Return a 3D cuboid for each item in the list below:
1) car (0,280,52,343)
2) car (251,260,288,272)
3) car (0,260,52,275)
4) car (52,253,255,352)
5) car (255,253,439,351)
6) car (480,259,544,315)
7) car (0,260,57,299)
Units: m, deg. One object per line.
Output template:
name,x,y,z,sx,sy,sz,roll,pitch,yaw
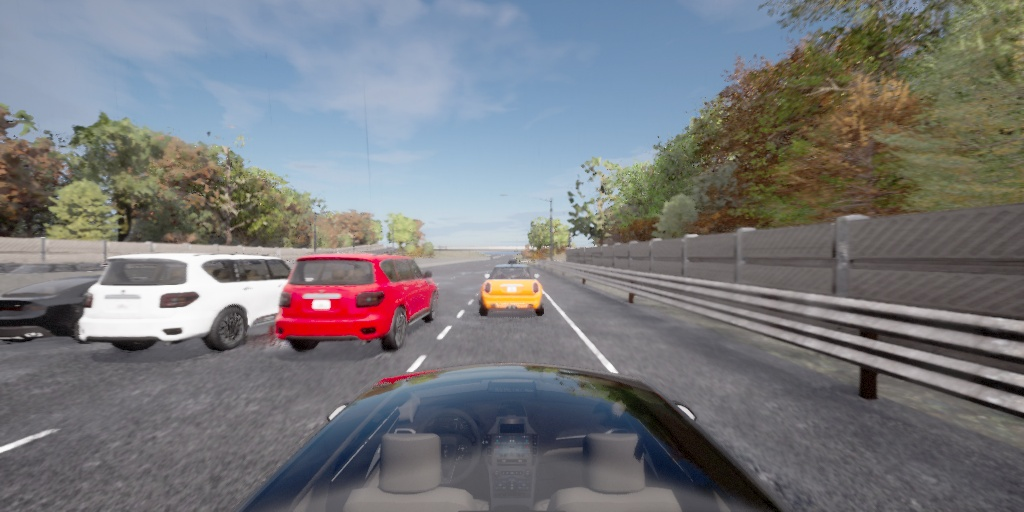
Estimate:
car,-10.401,1.243,9.594,1.837,1.490,4.892,0,0,0
car,-31.520,1.296,46.835,1.994,1.385,4.181,0,0,0
car,-21.095,1.083,16.238,2.097,1.767,4.553,0,0,0
car,-6.901,0.960,9.032,2.150,2.045,5.566,0,0,0
car,-3.404,0.960,9.092,2.150,2.045,5.566,0,0,0
car,-0.003,1.084,13.644,2.097,1.767,4.553,0,0,0
car,-24.594,1.083,16.267,2.097,1.767,4.553,0,0,0
